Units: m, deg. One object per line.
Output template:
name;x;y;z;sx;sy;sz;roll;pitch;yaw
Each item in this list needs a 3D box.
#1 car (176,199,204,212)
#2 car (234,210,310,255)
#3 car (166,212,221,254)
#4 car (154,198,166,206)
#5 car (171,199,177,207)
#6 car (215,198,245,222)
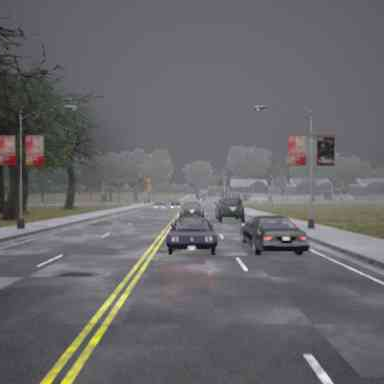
car;-0.005;1.635;29.073;2.097;1.767;4.553;0;-1;0
car;3.247;1.683;13.979;2.033;1.411;5.357;0;-1;0
car;-0.002;1.737;14.098;1.895;1.301;4.718;0;-1;0
car;-6.522;2.024;67.755;2.097;1.767;4.553;0;-1;0
car;-3.270;2.208;67.432;2.033;1.411;5.357;0;-1;0
car;3.242;1.501;28.994;2.150;2.045;5.566;0;0;0
